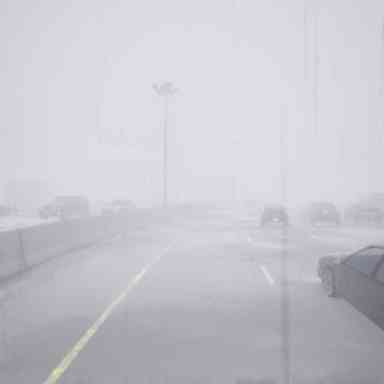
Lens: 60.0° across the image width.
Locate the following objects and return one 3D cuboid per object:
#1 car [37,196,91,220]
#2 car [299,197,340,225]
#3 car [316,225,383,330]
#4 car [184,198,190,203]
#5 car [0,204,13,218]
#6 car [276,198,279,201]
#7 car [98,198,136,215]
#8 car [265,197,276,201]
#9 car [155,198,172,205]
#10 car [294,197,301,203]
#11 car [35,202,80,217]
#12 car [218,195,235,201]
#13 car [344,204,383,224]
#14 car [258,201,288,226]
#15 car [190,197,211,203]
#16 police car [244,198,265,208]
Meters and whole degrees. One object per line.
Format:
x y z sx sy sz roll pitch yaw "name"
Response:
-11.068 1.332 29.345 2.150 2.045 5.566 0 0 11 "car"
9.783 1.516 25.496 2.097 1.767 4.553 0 0 11 "car"
3.783 1.590 5.565 2.033 1.411 5.357 0 0 3 "car"
0.182 1.882 72.121 2.033 1.411 5.357 0 0 27 "car"
-18.234 1.630 29.193 2.033 1.411 5.357 0 0 11 "car"
16.736 1.859 68.253 1.801 1.575 5.366 0 0 29 "car"
-7.005 1.487 31.550 2.097 1.767 4.553 0 0 13 "car"
13.939 1.893 62.923 1.812 1.442 4.674 0 0 26 "car"
-5.820 1.872 67.834 1.994 1.385 4.181 0 0 25 "car"
26.763 1.930 82.317 1.994 1.385 4.181 0 0 36 "car"
-13.636 1.725 34.125 1.895 1.301 4.718 0 0 13 "car"
7.312 1.581 70.654 2.150 2.045 5.566 0 0 27 "car"
13.575 1.674 26.579 2.128 1.511 4.902 0 0 12 "car"
6.113 1.653 24.967 1.837 1.490 4.892 0 0 10 "car"
2.220 1.893 68.439 2.033 1.411 5.357 0 0 26 "car"
9.947 1.734 54.190 1.930 1.638 5.238 0 0 23 "police car"
